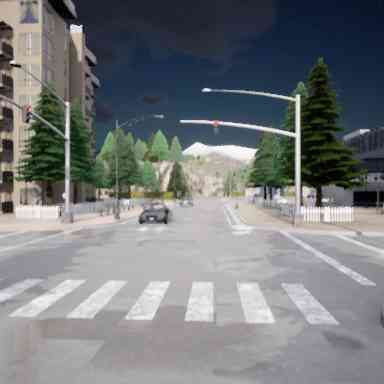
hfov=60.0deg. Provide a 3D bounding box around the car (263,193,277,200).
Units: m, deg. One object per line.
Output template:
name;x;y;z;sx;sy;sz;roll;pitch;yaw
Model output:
car;19.248;1.277;82.782;1.845;1.501;3.633;0;0;5

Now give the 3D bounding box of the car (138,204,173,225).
car;-2.535;1.572;24.070;1.994;1.385;4.181;0;1;4

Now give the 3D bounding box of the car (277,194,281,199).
car;22.832;1.276;89.931;1.970;1.475;3.806;0;0;5
